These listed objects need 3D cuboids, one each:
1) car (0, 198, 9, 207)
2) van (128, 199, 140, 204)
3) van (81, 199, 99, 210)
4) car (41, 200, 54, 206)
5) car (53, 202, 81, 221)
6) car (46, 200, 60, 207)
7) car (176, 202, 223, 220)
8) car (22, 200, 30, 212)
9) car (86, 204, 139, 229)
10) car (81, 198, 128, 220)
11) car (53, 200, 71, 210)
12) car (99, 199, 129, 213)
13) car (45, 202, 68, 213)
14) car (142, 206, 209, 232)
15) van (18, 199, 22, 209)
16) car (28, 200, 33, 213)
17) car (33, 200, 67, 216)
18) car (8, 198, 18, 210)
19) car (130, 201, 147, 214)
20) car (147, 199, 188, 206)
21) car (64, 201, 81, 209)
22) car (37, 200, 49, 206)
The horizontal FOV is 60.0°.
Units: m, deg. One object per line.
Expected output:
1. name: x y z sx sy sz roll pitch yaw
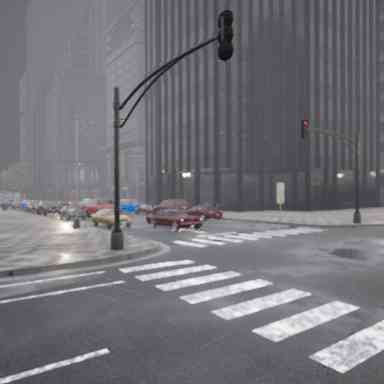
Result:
1. car: -41.015 2.663 73.859 1.887 1.381 4.507 -1 0 -35
2. van: -7.973 1.825 42.097 1.690 1.788 3.998 -1 0 -35
3. van: -16.797 2.030 54.548 1.690 1.788 3.998 -1 0 -35
4. car: -34.470 2.653 79.368 1.947 1.339 4.313 -1 0 -35
5. car: -11.760 2.000 32.681 2.008 1.369 4.403 -1 0 -35
6. car: -31.457 2.587 75.126 1.947 1.339 4.313 -1 0 -35
7. car: 0.856 1.821 29.645 1.887 1.381 4.507 -1 0 -35
8. car: -23.081 2.153 48.613 1.967 1.590 4.097 -1 0 -35
9. car: -6.003 1.839 24.577 1.752 1.417 4.829 -1 0 -35
10. car: -8.821 1.642 33.158 2.150 2.045 5.566 0 -1 -35
11. car: -22.778 2.265 58.155 1.882 1.535 5.008 0 -1 -35
12. car: -10.914 1.868 46.247 2.192 1.841 5.009 -1 0 -35
13. car: -20.092 2.230 49.147 2.033 1.411 5.357 0 -1 -35
14. car: -1.245 1.842 22.495 1.895 1.301 4.718 0 -1 -35
15. van: -25.913 2.119 52.596 1.690 1.788 3.998 -1 0 -35
16. car: -20.250 2.192 44.630 1.887 1.381 4.507 -1 0 -35
17. car: -17.425 1.897 40.647 2.192 1.841 5.009 -1 0 -35
18. car: -31.674 2.350 60.707 1.967 1.590 4.097 -1 0 -35
19. car: -5.026 1.997 37.946 1.802 1.307 4.206 -1 0 -35
20. car: -2.090 1.661 33.796 2.192 1.841 5.009 -1 0 -35
21. car: -22.418 2.399 62.403 1.802 1.307 4.206 -1 0 -35
22. car: -37.483 2.703 83.608 2.008 1.369 4.403 -1 0 -35
